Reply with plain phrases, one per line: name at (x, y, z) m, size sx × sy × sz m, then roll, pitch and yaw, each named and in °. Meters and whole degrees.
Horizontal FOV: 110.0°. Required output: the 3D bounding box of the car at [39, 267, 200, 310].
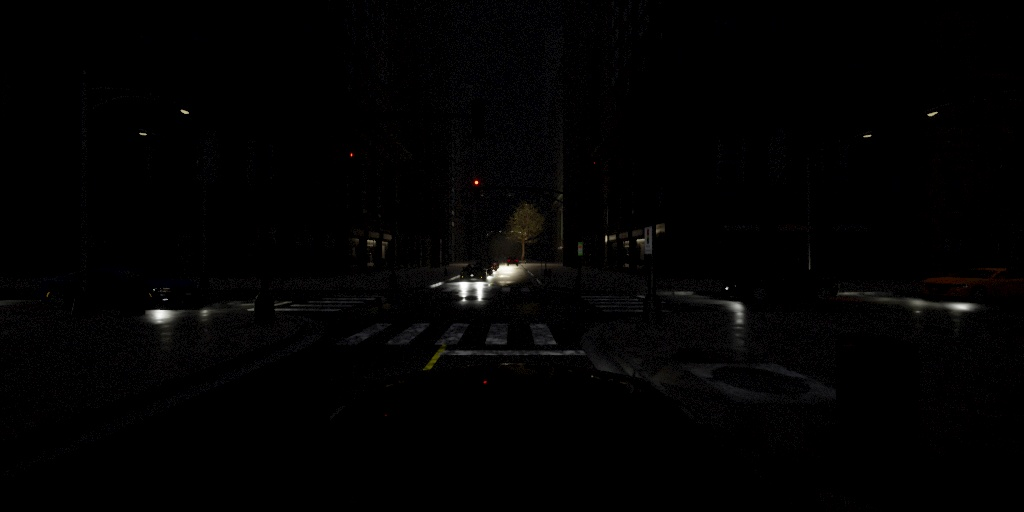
car at (-14.903, 1.177, 13.799) m, size 5.008 × 1.535 × 1.882 m, roll 0°, pitch 0°, yaw 2°

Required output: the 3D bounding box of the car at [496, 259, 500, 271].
car at (-3.060, 1.116, 48.300) m, size 2.097 × 1.767 × 4.553 m, roll 0°, pitch 0°, yaw 0°

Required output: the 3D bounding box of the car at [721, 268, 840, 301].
car at (12.595, 1.297, 16.984) m, size 4.892 × 1.490 × 1.837 m, roll 0°, pitch 0°, yaw 0°

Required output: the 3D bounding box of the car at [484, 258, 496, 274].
car at (-3.077, 1.232, 38.654) m, size 1.882 × 1.535 × 5.008 m, roll 0°, pitch 0°, yaw 0°

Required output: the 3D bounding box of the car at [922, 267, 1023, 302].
car at (22.550, 1.300, 16.972) m, size 5.008 × 1.535 × 1.882 m, roll 0°, pitch 0°, yaw 0°

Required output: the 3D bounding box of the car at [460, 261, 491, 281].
car at (-3.082, 1.314, 29.584) m, size 1.994 × 1.385 × 4.181 m, roll 0°, pitch 0°, yaw 0°
